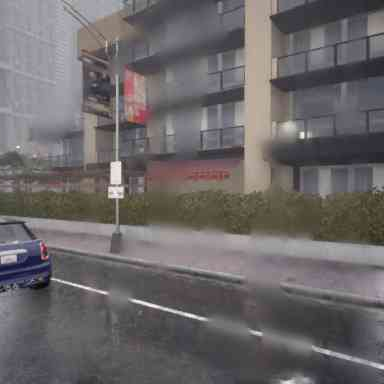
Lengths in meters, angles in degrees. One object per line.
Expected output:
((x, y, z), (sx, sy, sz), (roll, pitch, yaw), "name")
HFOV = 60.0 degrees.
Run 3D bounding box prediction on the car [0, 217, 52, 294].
((-5.375, 1.353, 7.851), (4.553, 1.767, 2.097), (0, 0, 35), "car")
